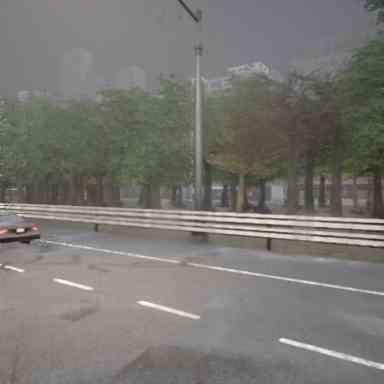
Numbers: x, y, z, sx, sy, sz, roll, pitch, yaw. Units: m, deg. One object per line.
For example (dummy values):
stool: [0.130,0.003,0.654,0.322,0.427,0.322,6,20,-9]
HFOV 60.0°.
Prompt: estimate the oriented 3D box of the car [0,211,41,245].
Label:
car: [-8.712,1.540,14.405,5.357,1.411,2.033,0,0,36]
